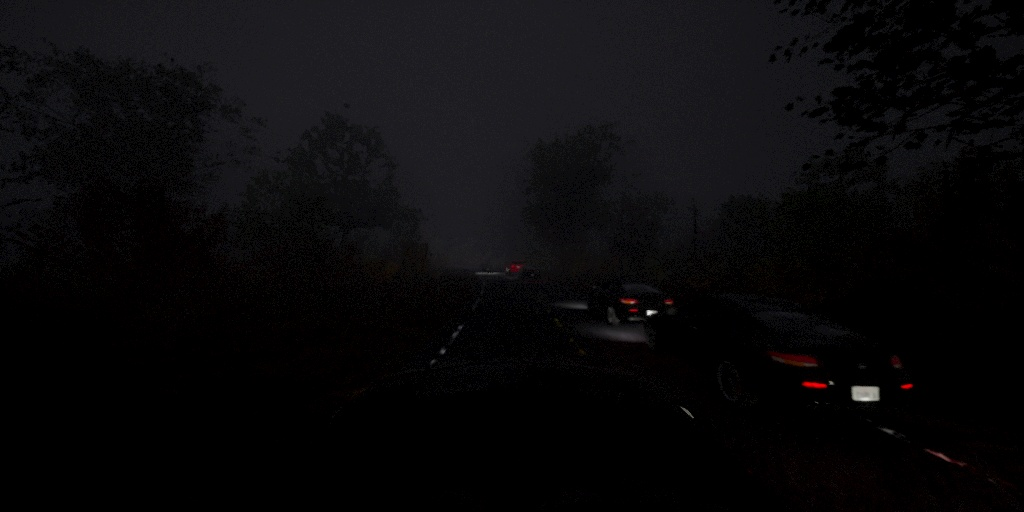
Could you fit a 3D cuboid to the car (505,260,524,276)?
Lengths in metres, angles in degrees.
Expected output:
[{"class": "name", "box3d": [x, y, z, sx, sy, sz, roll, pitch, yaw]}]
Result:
[{"class": "car", "box3d": [0.401, 1.526, 48.011, 2.150, 2.045, 5.566, 1, -1, -8]}]

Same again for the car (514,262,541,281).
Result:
[{"class": "car", "box3d": [1.710, 1.660, 36.297, 1.882, 1.535, 5.008, 1, -1, -5]}]

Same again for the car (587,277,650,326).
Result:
[{"class": "car", "box3d": [3.881, 1.451, 12.309, 1.812, 1.442, 4.674, 1, -1, -1]}]

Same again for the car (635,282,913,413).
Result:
[{"class": "car", "box3d": [3.913, 1.380, 6.262, 1.812, 1.442, 4.674, 1, -1, 0]}]

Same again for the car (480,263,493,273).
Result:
[{"class": "car", "box3d": [-4.042, 1.852, 56.404, 1.837, 1.490, 4.892, 1, -1, -9]}]
